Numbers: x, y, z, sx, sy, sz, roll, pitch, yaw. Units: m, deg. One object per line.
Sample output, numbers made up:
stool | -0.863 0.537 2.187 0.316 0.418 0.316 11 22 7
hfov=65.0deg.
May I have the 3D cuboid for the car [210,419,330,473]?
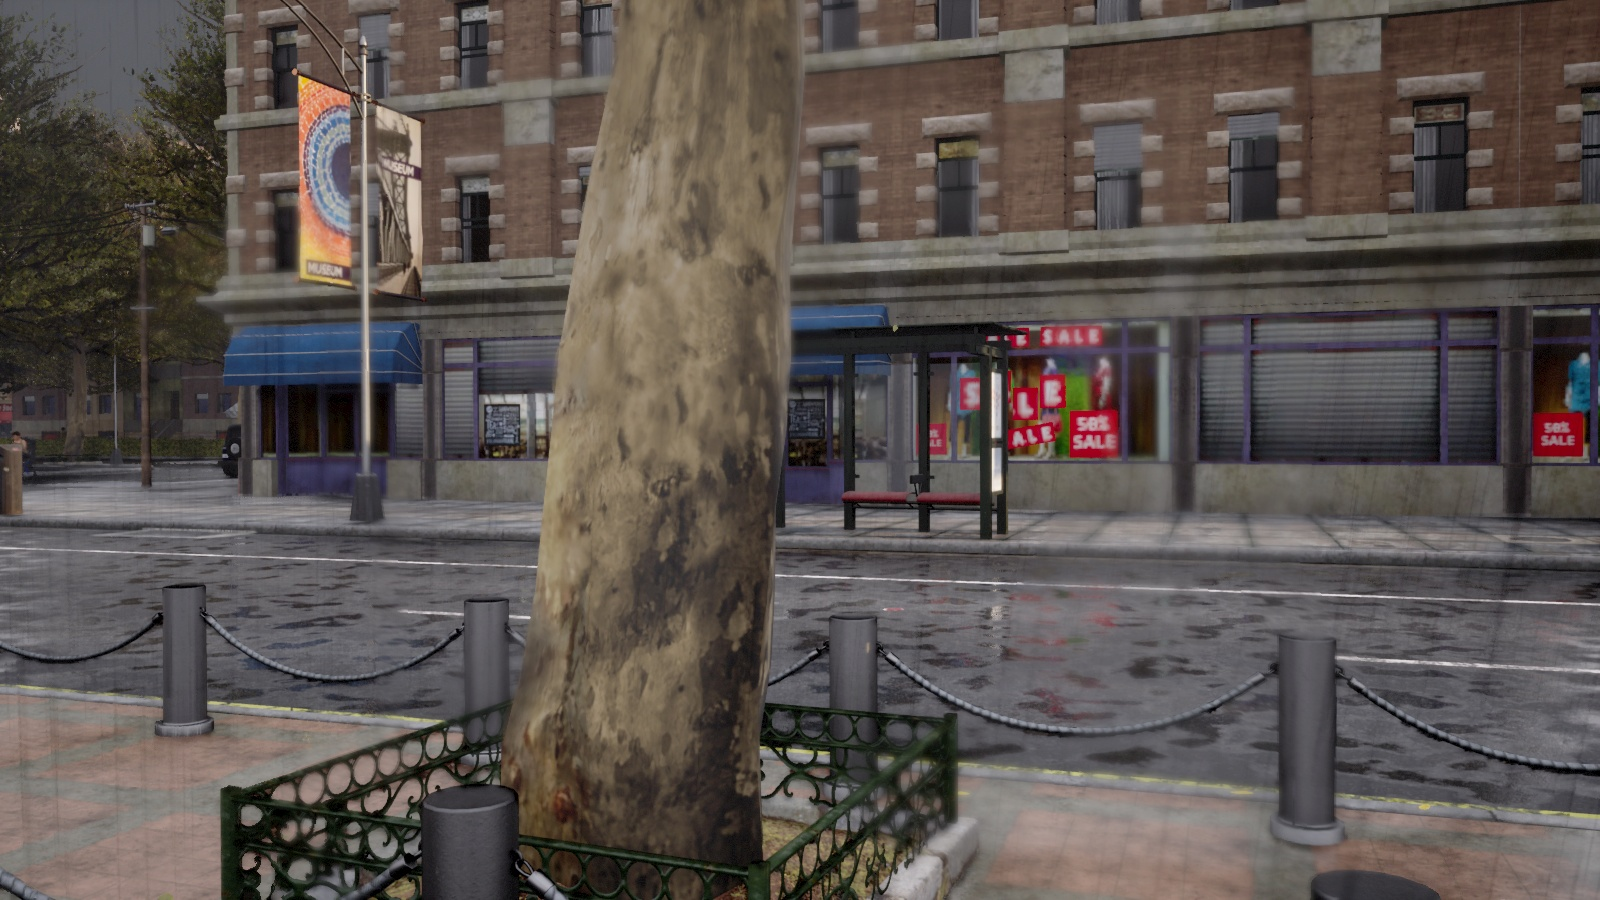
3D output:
car | -19.016 -0.173 45.197 1.905 1.878 3.866 1 1 18
